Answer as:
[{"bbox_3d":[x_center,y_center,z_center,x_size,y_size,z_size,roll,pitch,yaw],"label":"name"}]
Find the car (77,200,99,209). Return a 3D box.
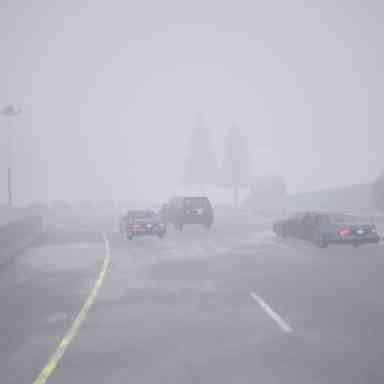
[{"bbox_3d":[-17.530,1.959,54.351,2.033,1.411,5.357,-1,0,-37],"label":"car"}]

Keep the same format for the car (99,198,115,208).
[{"bbox_3d":[-14.733,1.877,56.454,1.837,1.490,4.892,-1,0,-37],"label":"car"}]

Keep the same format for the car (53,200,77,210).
[{"bbox_3d":[-20.328,2.000,52.249,2.033,1.411,5.357,-1,0,-37],"label":"car"}]

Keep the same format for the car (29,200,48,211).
[{"bbox_3d":[-23.188,1.987,50.231,2.128,1.511,4.902,-1,0,-37],"label":"car"}]

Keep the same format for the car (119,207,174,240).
[{"bbox_3d":[-2.777,1.640,17.873,2.033,1.411,5.357,-1,0,-18],"label":"car"}]

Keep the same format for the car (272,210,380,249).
[{"bbox_3d":[5.443,1.495,14.403,2.033,1.411,5.357,-1,0,-14],"label":"car"}]

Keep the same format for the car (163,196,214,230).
[{"bbox_3d":[-0.488,1.287,21.762,2.150,2.045,5.566,0,0,-21],"label":"car"}]
